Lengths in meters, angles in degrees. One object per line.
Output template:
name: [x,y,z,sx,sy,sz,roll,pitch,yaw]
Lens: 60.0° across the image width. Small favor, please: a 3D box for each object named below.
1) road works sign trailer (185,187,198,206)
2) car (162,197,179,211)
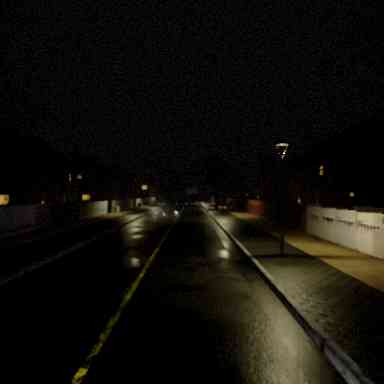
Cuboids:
road works sign trailer: [-0.029,0.813,60.908,2.380,3.560,2.880,0,-1,0]
car: [-2.855,1.561,44.815,2.097,1.767,4.553,0,0,0]
